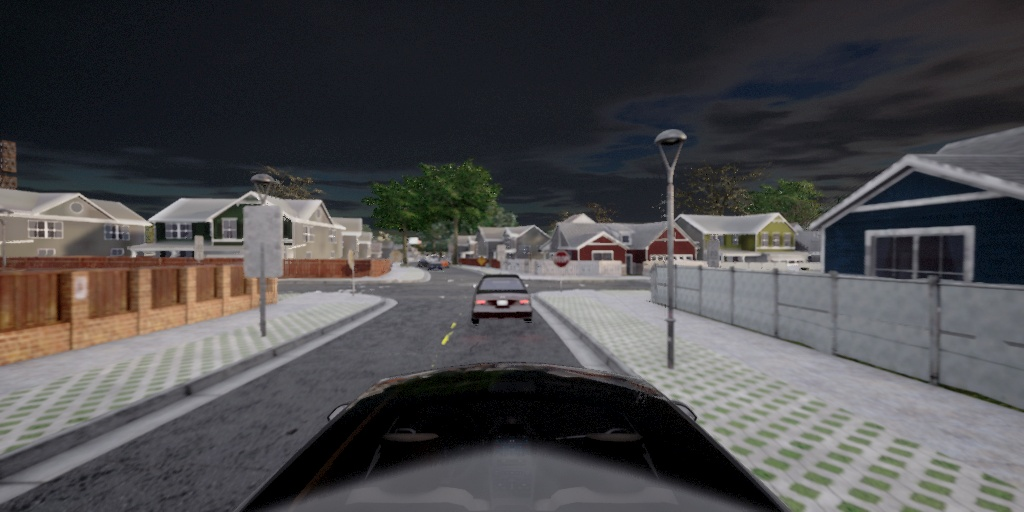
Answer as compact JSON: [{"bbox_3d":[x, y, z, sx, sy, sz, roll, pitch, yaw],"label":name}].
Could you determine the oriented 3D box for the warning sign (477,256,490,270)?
[{"bbox_3d":[-3.967,0.878,46.712,1.300,1.860,1.060,0,0,-16],"label":"warning sign"}]

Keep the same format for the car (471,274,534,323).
[{"bbox_3d":[-0.360,1.301,12.129,2.033,1.411,5.357,0,0,-2],"label":"car"}]

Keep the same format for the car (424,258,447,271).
[{"bbox_3d":[-10.882,1.353,50.832,2.033,1.411,5.357,0,0,-18],"label":"car"}]
